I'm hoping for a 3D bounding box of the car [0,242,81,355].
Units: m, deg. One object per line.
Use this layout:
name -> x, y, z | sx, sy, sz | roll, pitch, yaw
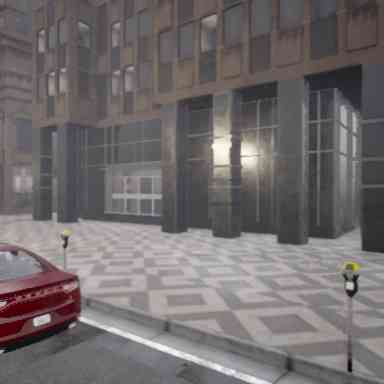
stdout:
car -> -3.776, 1.538, 5.651 | 4.507, 1.381, 1.887 | 0, 0, 35
